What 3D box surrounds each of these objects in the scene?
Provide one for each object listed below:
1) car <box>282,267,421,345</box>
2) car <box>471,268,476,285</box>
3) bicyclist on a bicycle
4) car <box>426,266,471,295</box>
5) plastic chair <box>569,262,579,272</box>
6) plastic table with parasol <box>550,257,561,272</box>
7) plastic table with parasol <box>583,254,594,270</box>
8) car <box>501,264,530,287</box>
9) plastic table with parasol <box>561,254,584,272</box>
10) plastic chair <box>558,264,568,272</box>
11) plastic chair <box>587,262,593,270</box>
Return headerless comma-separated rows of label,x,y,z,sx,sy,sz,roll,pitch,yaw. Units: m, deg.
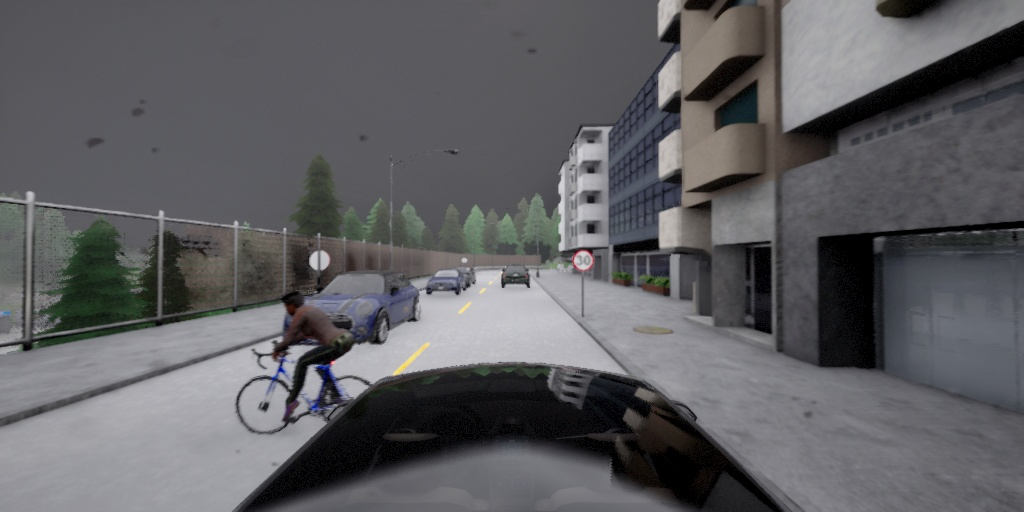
car,-4.049,1.202,9.848,2.097,1.767,4.553,0,-1,0
car,-3.880,1.562,27.683,2.128,1.511,4.902,0,-1,1
bicyclist on a bicycle,-2.315,1.230,4.061,1.656,1.620,0.582,0,-1,0
car,-3.869,1.524,21.912,1.812,1.442,4.674,0,-1,0
plastic chair,9.619,1.950,55.493,0.750,1.272,0.730,0,0,10
plastic table with parasol,8.186,1.416,61.242,2.482,2.480,2.482,0,0,0
plastic table with parasol,13.041,1.409,60.491,2.482,2.480,2.482,0,0,0
car,0.273,1.426,27.844,2.097,1.767,4.553,0,-1,0
plastic table with parasol,9.617,1.364,56.923,2.482,2.480,2.482,0,0,0
plastic chair,8.139,1.969,57.123,0.730,1.272,0.750,0,0,10
plastic chair,13.222,1.996,59.080,0.750,1.272,0.730,0,0,10
